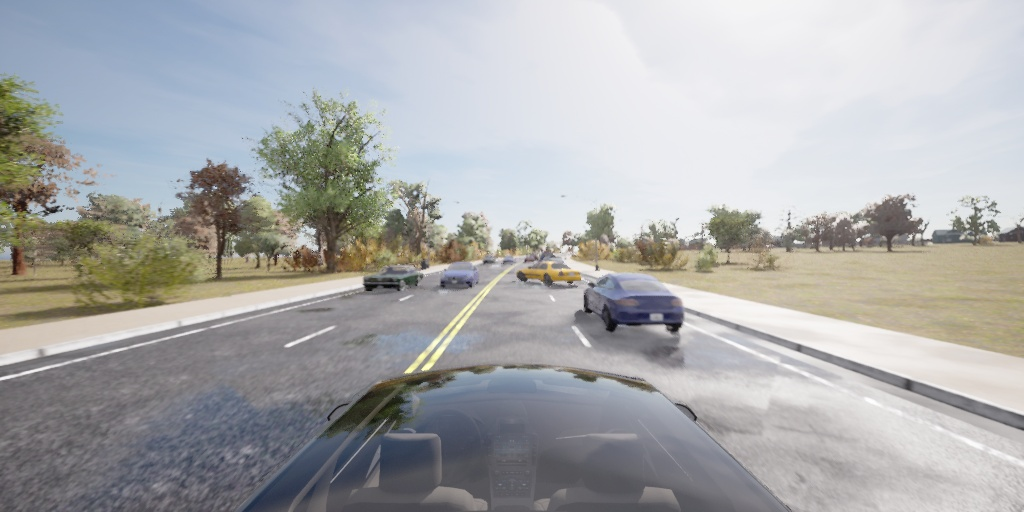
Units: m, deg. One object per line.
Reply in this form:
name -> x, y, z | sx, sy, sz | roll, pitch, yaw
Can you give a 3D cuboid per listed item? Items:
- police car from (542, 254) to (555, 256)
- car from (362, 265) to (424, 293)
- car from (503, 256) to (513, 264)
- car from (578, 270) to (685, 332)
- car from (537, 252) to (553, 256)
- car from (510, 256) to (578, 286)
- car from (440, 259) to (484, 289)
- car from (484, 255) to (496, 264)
police car -> 3.962, 0.893, 32.399 | 1.930, 1.638, 5.238 | 0, 1, 3
car -> -6.332, 1.187, 19.552 | 1.895, 1.301, 4.718 | 0, 1, 2
car -> -0.522, 0.653, 63.161 | 1.812, 1.442, 4.674 | 0, 1, 6
car -> 3.313, 1.202, 10.448 | 1.812, 1.442, 4.674 | 0, 1, 1
car -> 5.279, 0.452, 54.126 | 2.150, 2.045, 5.566 | 0, 1, 4
car -> 2.206, 1.012, 23.478 | 1.801, 1.575, 5.366 | 0, 1, -31
car -> -3.018, 1.096, 21.530 | 1.812, 1.442, 4.674 | 0, 1, 2
car -> -3.872, 0.647, 62.109 | 1.837, 1.490, 4.892 | 0, 1, 5
